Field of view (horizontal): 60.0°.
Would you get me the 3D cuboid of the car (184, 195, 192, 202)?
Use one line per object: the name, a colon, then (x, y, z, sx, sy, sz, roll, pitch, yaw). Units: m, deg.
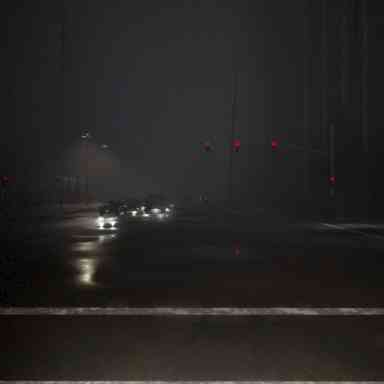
car: (-0.938, 1.478, 75.392, 1.882, 1.535, 5.008, 0, 0, -1)

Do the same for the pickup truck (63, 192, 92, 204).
pickup truck: (-20.910, 1.059, 60.027, 2.390, 2.098, 6.274, 0, 0, 30)

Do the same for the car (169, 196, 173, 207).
car: (-4.268, 1.601, 48.455, 1.895, 1.301, 4.718, 0, 0, -1)

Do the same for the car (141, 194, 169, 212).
car: (-4.176, 1.221, 38.508, 2.150, 2.045, 5.566, 0, 0, -1)

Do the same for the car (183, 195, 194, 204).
car: (-0.741, 1.352, 65.389, 2.097, 1.767, 4.553, 0, 0, -1)

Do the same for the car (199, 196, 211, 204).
car: (2.765, 1.491, 64.803, 2.128, 1.511, 4.902, 0, 0, -1)

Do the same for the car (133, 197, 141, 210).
car: (-7.714, 1.478, 42.178, 1.882, 1.535, 5.008, 0, 0, -1)

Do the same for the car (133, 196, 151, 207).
car: (-7.810, 1.489, 52.779, 2.128, 1.511, 4.902, 0, 0, 0)

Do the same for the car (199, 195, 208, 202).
car: (2.564, 1.524, 75.187, 1.812, 1.442, 4.674, 0, 0, -1)

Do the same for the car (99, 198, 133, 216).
car: (-7.696, 1.491, 32.875, 2.128, 1.511, 4.902, 0, 0, 2)
